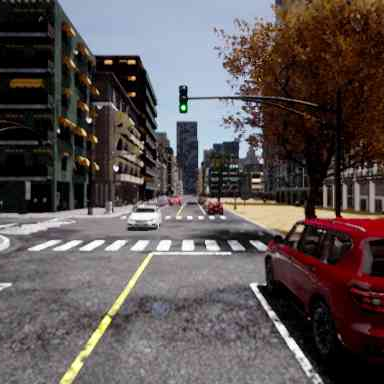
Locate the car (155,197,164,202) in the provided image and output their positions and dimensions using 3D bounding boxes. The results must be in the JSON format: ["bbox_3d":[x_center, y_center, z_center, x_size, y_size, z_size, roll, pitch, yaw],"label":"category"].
[{"bbox_3d":[-5.768,1.811,49.264,2.008,1.369,4.403,0,0,0],"label":"car"}]

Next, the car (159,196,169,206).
[{"bbox_3d":[-5.785,1.767,60.329,1.967,1.590,4.097,0,0,0],"label":"car"}]

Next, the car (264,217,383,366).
[{"bbox_3d":[2.684,1.344,5.825,2.192,1.841,5.009,0,0,0],"label":"car"}]

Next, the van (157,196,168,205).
[{"bbox_3d":[-5.794,1.701,65.863,1.690,1.788,3.998,0,0,0],"label":"van"}]

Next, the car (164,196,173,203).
[{"bbox_3d":[-5.821,1.904,82.460,1.967,1.590,4.097,0,0,0],"label":"car"}]

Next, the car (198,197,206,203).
[{"bbox_3d":[2.550,2.044,88.005,1.887,1.381,4.507,0,0,0],"label":"car"}]

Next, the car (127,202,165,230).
[{"bbox_3d":[-3.034,1.639,22.104,1.812,1.442,4.674,0,0,0],"label":"car"}]

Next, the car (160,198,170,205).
[{"bbox_3d":[-5.803,1.976,71.393,1.802,1.307,4.206,0,0,0],"label":"car"}]

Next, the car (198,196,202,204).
[{"bbox_3d":[2.586,1.942,65.873,1.802,1.307,4.206,0,0,0],"label":"car"}]

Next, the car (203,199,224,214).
[{"bbox_3d":[2.631,1.741,38.211,1.887,1.381,4.507,0,0,0],"label":"car"}]

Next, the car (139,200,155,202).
[{"bbox_3d":[-5.749,1.747,38.198,2.008,1.369,4.403,0,0,0],"label":"car"}]

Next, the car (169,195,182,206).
[{"bbox_3d":[-3.098,1.566,61.778,2.150,2.045,5.566,0,0,0],"label":"car"}]

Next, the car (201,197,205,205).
[{"bbox_3d":[2.612,1.786,49.447,1.752,1.417,4.829,0,0,0],"label":"car"}]

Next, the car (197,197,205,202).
[{"bbox_3d":[2.541,2.087,93.537,2.008,1.369,4.403,0,0,0],"label":"car"}]
